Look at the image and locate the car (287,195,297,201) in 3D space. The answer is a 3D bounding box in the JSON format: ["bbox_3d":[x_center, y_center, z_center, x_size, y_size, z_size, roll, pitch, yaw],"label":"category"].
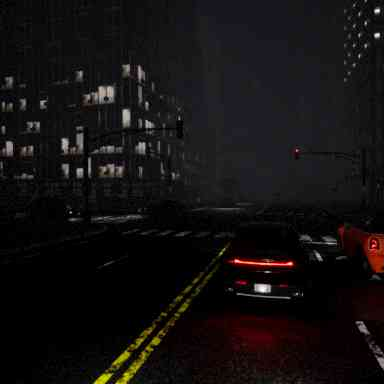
[{"bbox_3d":[23.804,1.470,79.477,2.033,1.411,5.357,0,0,15],"label":"car"}]

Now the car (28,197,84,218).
[{"bbox_3d":[-11.686,1.218,28.703,4.553,1.767,2.097,1,1,17],"label":"car"}]

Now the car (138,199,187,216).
[{"bbox_3d":[-2.674,1.390,30.899,4.674,1.442,1.812,0,2,-30],"label":"car"}]

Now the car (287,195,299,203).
[{"bbox_3d":[21.202,1.468,69.486,2.128,1.511,4.902,0,0,15],"label":"car"}]

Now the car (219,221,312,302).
[{"bbox_3d":[1.893,1.502,8.392,1.837,1.490,4.892,0,0,15],"label":"car"}]

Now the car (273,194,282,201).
[{"bbox_3d":[20.659,1.241,80.299,1.882,1.535,5.008,0,0,15],"label":"car"}]

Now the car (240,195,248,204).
[{"bbox_3d":[9.971,1.461,65.237,1.837,1.490,4.892,0,0,15],"label":"car"}]

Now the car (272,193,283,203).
[{"bbox_3d":[18.037,1.162,70.248,2.150,2.045,5.566,0,0,15],"label":"car"}]

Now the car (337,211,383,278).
[{"bbox_3d":[5.770,1.347,9.980,2.097,1.767,4.553,0,0,15],"label":"car"}]

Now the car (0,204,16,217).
[{"bbox_3d":[-16.652,1.435,27.326,4.313,1.339,1.947,1,1,16],"label":"car"}]

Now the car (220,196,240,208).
[{"bbox_3d":[5.231,1.499,47.287,1.812,1.442,4.674,0,0,15],"label":"car"}]
